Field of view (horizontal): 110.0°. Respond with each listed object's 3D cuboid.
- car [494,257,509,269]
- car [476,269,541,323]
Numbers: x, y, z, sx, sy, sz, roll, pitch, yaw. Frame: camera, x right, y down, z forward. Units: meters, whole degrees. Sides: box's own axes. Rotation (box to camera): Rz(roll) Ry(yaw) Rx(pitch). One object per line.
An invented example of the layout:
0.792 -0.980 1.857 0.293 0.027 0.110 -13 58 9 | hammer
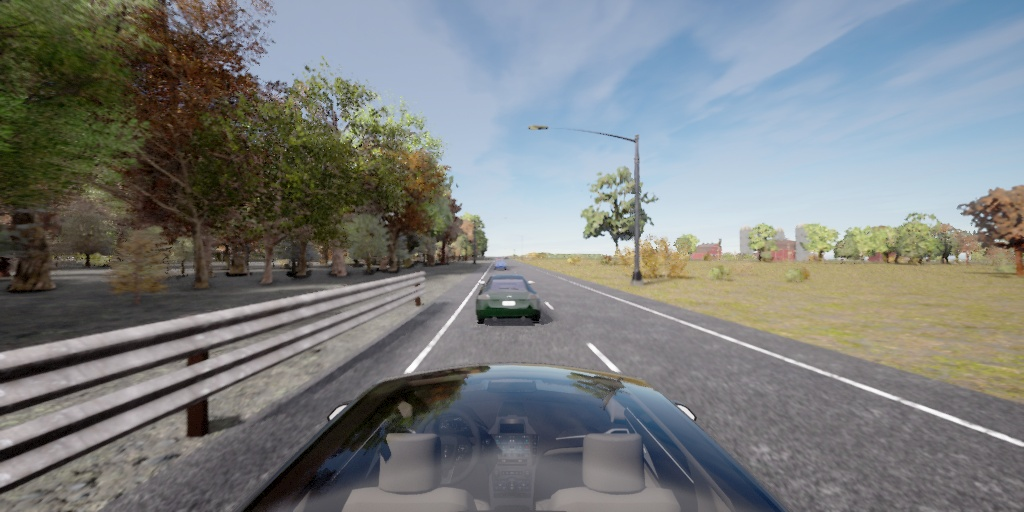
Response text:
-1.708 1.285 53.151 2.033 1.411 5.357 0 0 -2 | car
-0.167 1.319 12.224 1.994 1.385 4.181 0 0 -2 | car
